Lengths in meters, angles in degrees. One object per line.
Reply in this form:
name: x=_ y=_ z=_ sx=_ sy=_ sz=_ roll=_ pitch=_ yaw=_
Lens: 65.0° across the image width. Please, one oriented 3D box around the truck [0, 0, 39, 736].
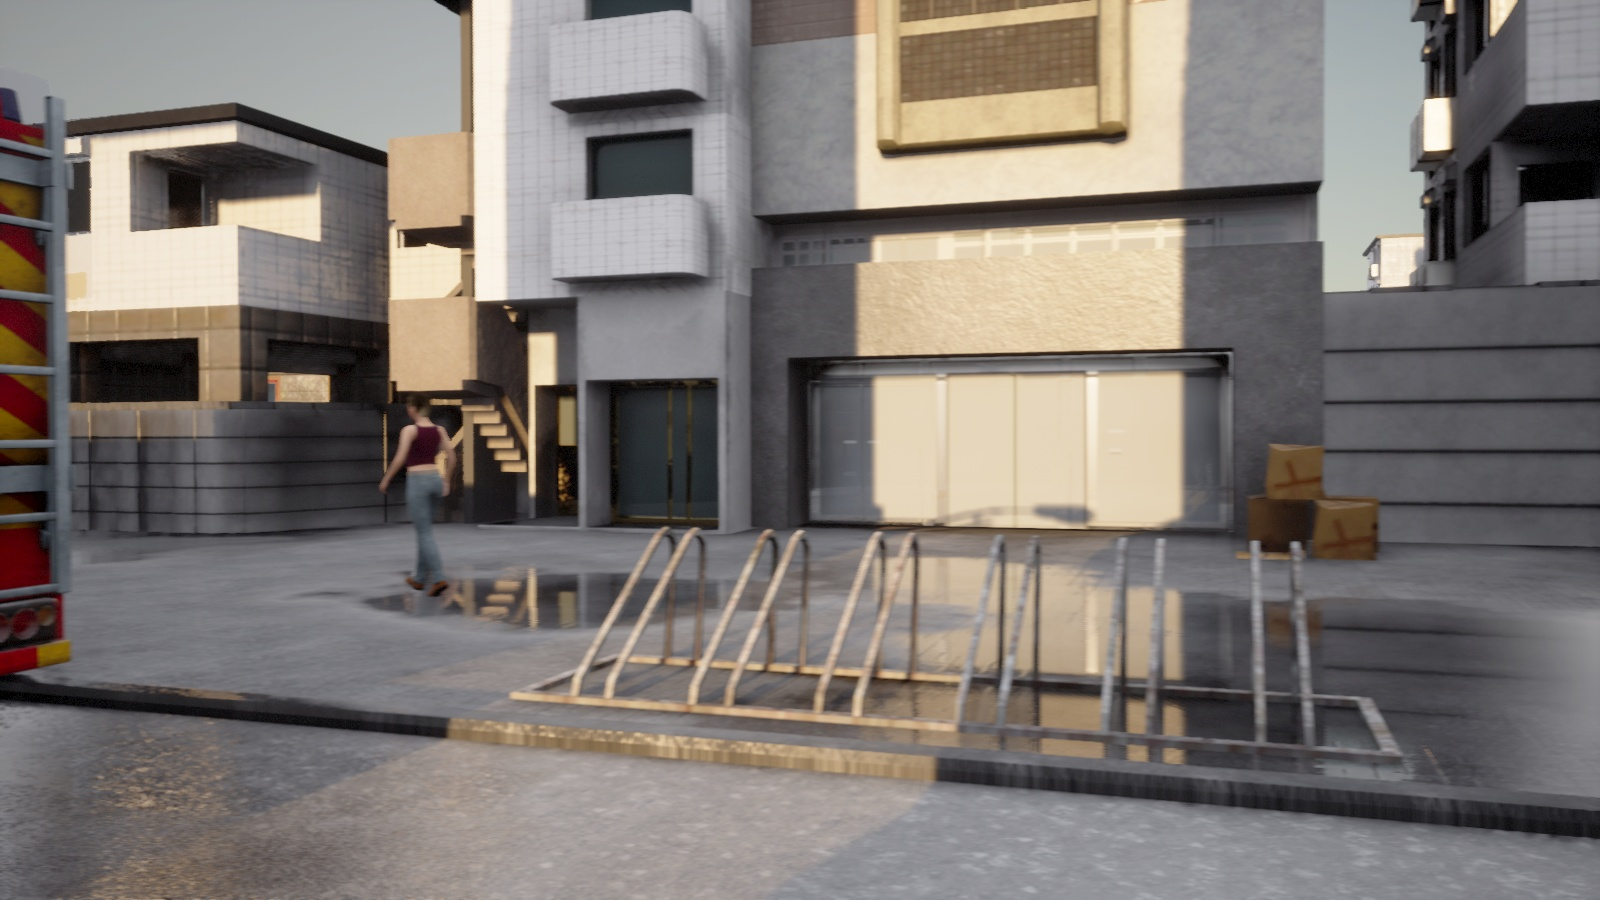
truck: x=-8.469 y=-0.474 z=6.552 sx=8.468 sy=3.827 sz=2.891 roll=1 pitch=1 yaw=19
